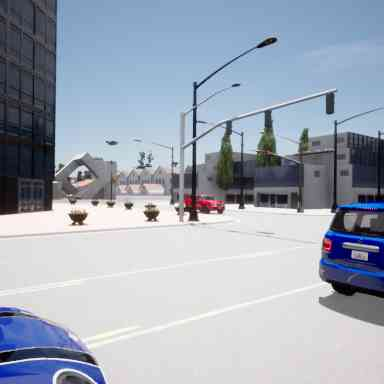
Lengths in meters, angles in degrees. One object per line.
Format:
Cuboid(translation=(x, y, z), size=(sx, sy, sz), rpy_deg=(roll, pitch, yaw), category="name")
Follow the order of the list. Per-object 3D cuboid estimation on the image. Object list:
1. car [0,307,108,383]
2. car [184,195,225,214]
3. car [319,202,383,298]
Cuboid(translation=(-2.729, 1.352, 1.796), size=(4.553, 1.767, 2.097), rpy_deg=(0, 0, -35), category="car")
Cuboid(translation=(1.299, 1.314, 36.715), size=(2.150, 2.045, 5.566), rpy_deg=(1, -1, -35), category="car")
Cuboid(translation=(5.200, 1.239, 7.507), size=(5.566, 2.045, 2.150), rpy_deg=(0, 0, -35), category="car")
